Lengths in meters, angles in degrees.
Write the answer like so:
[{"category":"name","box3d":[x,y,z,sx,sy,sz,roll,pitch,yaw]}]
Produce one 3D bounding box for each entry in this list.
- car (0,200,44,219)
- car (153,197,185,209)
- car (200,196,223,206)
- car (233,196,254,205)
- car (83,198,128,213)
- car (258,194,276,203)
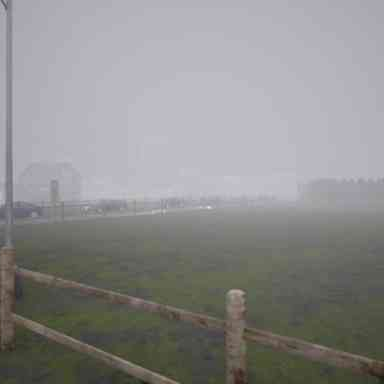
[{"category":"car","box3d":[-14.160,1.431,25.879,1.882,1.535,5.008,-1,0,36]},{"category":"car","box3d":[-2.844,1.372,42.260,1.837,1.490,4.892,-1,0,34]},{"category":"car","box3d":[3.070,1.323,50.814,1.837,1.490,4.892,-1,0,34]},{"category":"car","box3d":[8.286,1.334,53.252,1.994,1.385,4.181,-1,0,35]},{"category":"car","box3d":[-8.701,1.404,33.753,2.128,1.511,4.902,-1,0,35]},{"category":"car","box3d":[13.895,1.071,61.417,2.097,1.767,4.553,-1,0,36]}]
